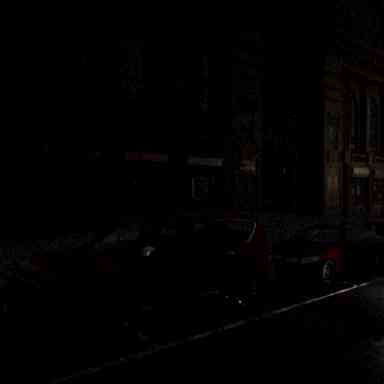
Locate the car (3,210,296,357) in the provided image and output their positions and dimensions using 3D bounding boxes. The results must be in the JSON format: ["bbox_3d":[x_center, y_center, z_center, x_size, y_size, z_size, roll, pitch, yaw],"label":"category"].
[{"bbox_3d":[-0.607,1.315,6.212,5.009,1.841,2.192,0,0,-36],"label":"car"}]

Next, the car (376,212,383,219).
[{"bbox_3d":[8.513,1.316,12.719,5.009,1.841,2.192,0,0,-36],"label":"car"}]

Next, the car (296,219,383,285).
[{"bbox_3d":[3.952,1.582,9.466,4.206,1.307,1.802,0,0,-36],"label":"car"}]
